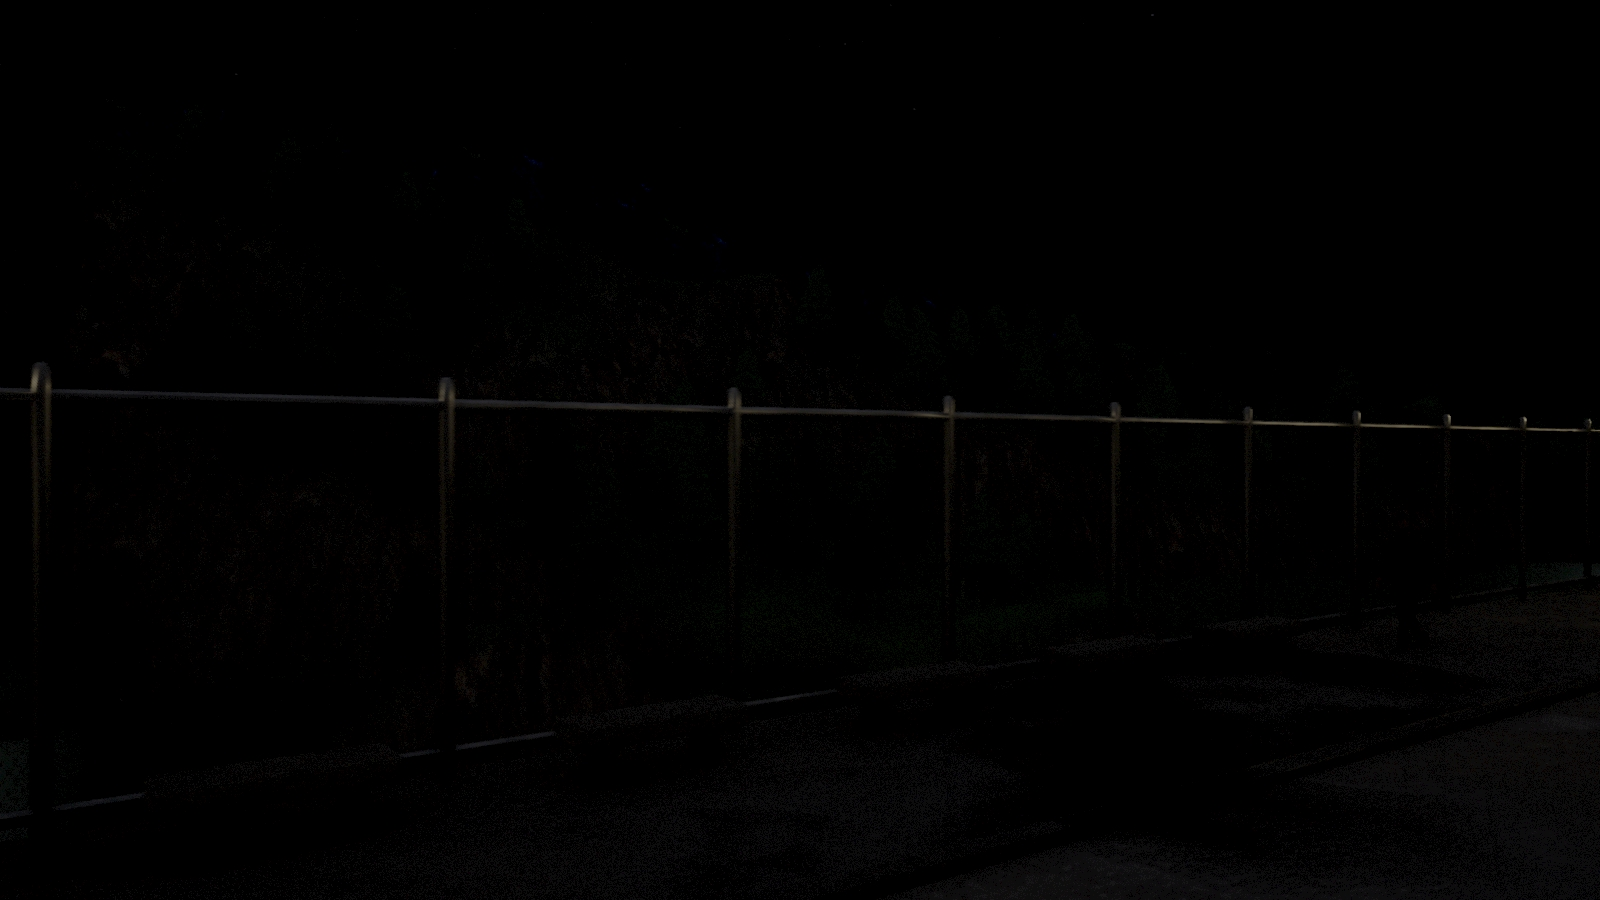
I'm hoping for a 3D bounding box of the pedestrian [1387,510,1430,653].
[{"bbox_3d":[8.152,1.746,15.302,0.375,1.860,0.375,0,0,-35],"label":"pedestrian"}]
